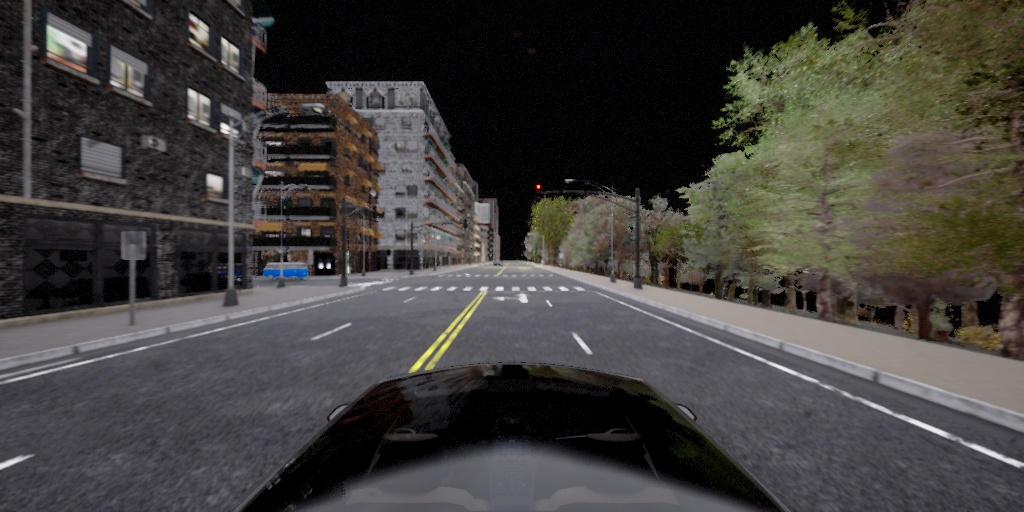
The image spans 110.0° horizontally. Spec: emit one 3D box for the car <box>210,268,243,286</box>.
[{"bbox_3d":[-22.631,1.774,27.722,4.207,1.307,1.802,0,0,-1],"label":"car"}]

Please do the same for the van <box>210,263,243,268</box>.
[{"bbox_3d":[-28.319,1.624,35.992,3.998,1.789,1.690,0,0,-1],"label":"van"}]

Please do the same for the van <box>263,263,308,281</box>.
[{"bbox_3d":[-22.718,1.550,36.069,3.998,1.789,1.690,0,0,-1],"label":"van"}]
